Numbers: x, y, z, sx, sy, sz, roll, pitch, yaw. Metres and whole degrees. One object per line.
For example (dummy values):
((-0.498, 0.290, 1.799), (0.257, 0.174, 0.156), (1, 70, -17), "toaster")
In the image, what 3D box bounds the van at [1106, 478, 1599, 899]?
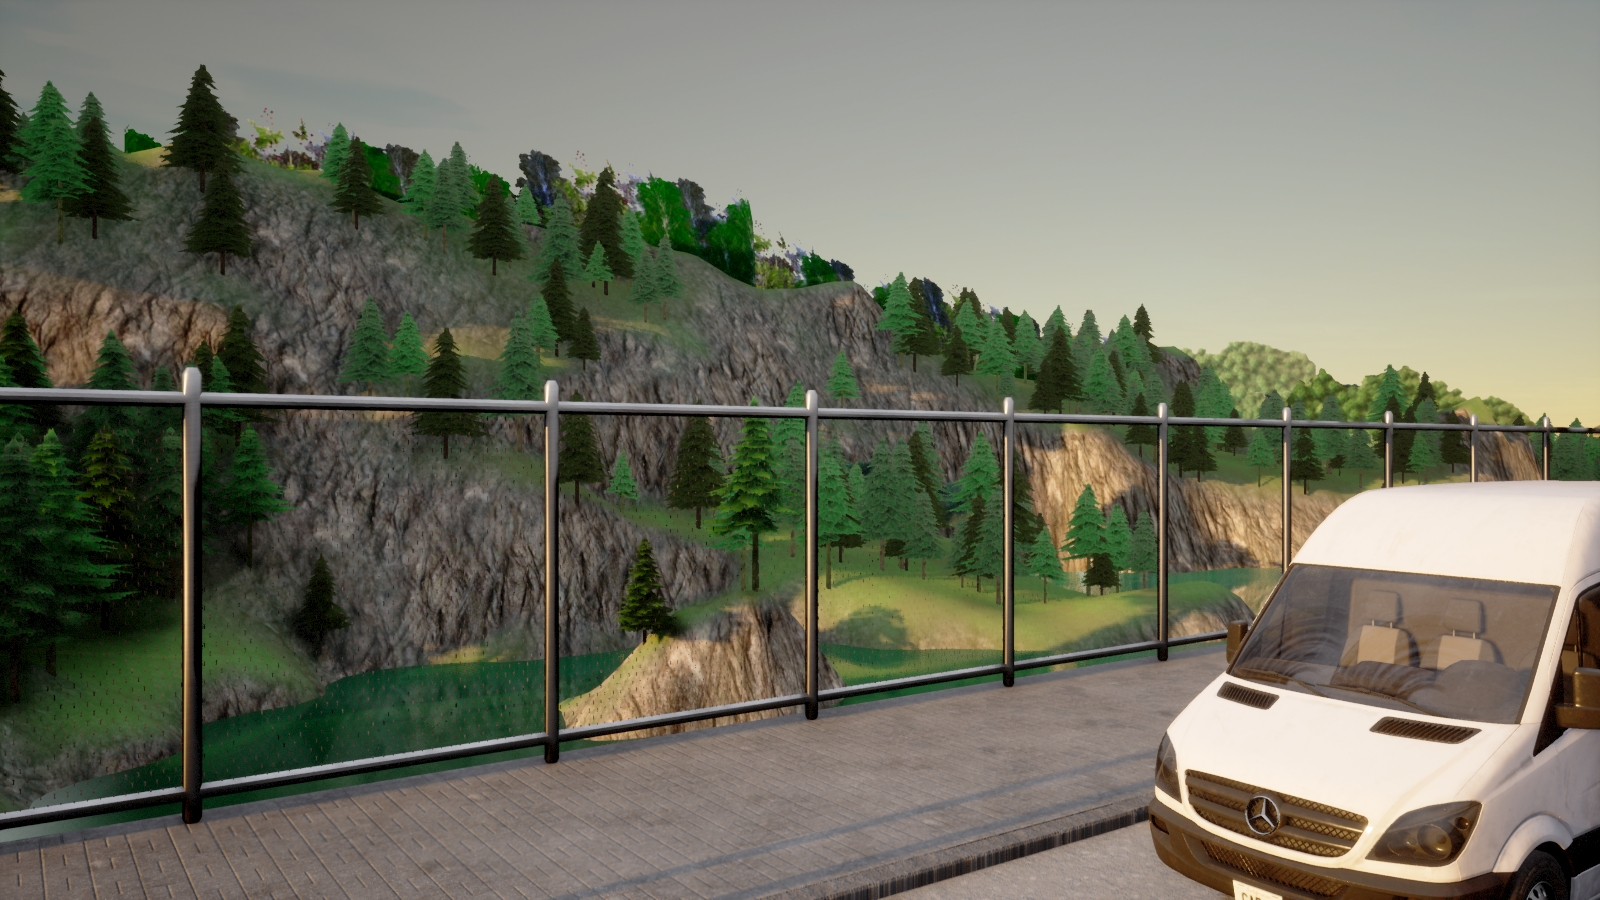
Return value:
((4.843, 1.531, 7.777), (5.915, 2.561, 1.988), (0, 0, -35), "van")
